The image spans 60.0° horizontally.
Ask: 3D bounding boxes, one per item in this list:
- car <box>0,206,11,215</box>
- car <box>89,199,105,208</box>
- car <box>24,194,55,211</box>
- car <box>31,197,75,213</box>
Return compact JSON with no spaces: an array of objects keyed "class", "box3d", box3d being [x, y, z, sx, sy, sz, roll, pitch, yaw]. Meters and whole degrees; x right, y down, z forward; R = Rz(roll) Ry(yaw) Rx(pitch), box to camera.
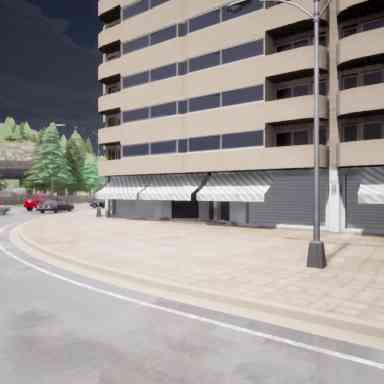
[{"class":"car","box3d":[-18.673,1.600,30.599,1.895,1.301,4.718,0,0,-3]},{"class":"car","box3d":[-12.064,1.601,46.621,1.895,1.301,4.718,0,0,27]},{"class":"car","box3d":[-17.870,1.221,40.487,2.150,2.045,5.566,0,0,14]},{"class":"car","box3d":[-14.945,1.547,36.582,2.033,1.411,5.357,0,0,7]}]
